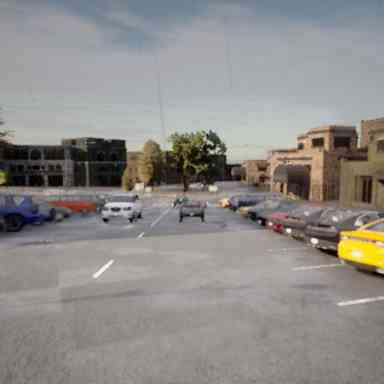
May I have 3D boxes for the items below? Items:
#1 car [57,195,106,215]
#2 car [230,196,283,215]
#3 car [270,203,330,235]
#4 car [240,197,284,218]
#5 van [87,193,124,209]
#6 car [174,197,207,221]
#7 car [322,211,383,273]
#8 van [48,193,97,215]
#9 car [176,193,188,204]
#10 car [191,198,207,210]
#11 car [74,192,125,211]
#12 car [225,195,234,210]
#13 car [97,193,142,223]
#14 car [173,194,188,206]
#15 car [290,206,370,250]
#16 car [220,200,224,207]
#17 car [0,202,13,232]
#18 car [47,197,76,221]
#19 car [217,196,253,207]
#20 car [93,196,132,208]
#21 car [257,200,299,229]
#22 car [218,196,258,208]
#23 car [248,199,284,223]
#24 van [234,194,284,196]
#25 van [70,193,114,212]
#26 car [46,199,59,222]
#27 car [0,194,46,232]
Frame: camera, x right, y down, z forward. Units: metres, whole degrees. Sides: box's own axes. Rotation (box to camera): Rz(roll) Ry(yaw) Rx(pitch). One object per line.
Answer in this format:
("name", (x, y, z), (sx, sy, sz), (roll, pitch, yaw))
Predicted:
("car", (-11.125, 1.245, 33.545), (4.553, 1.767, 2.185), (-1, 0, -19))
("car", (6.120, 1.348, 26.610), (5.366, 1.575, 1.946), (1, 0, -20))
("car", (6.368, 1.396, 14.932), (4.892, 1.521, 2.231), (1, 0, -20))
("car", (6.326, 1.364, 23.740), (5.008, 1.535, 2.097), (1, 0, -20))
("van", (-11.065, 1.118, 42.494), (4.442, 1.987, 1.878), (-1, 0, -19))
("car", (0.010, 1.381, 26.183), (2.128, 1.511, 4.902), (0, 0, 0))
("car", (6.391, 1.416, 9.062), (5.008, 1.535, 2.097), (1, 0, -20))
("van", (-11.329, 1.157, 30.492), (4.442, 1.987, 1.878), (-1, 0, -19))
("car", (-1.780, 1.082, 58.831), (2.097, 1.767, 4.553), (0, 1, -1))
("car", (0.892, 1.433, 42.096), (1.895, 1.301, 4.718), (0, 0, 1))
("car", (-10.997, 1.100, 39.550), (5.566, 2.045, 2.435), (-1, 0, -19))
("car", (6.249, 1.332, 32.555), (5.008, 1.535, 2.097), (1, 0, -21))
("car", (-5.116, 1.116, 25.050), (2.150, 2.045, 5.566), (0, 0, 0))
("car", (-1.627, 1.162, 49.159), (2.097, 1.767, 4.553), (0, 0, -1))
("car", (6.378, 1.407, 12.000), (4.892, 1.521, 2.231), (1, 0, -20))
("car", (6.205, 1.341, 38.468), (4.792, 1.488, 2.163), (1, 0, -21))
("car", (-11.416, 1.430, 15.486), (4.892, 1.521, 2.231), (-1, 0, -20))
("car", (-11.334, 1.401, 24.525), (4.892, 1.521, 2.231), (-1, 0, -19))
("car", (6.074, 1.320, 47.305), (4.674, 1.452, 2.002), (1, 0, -21))
("car", (-10.880, 1.332, 45.532), (5.008, 1.535, 2.097), (-1, 0, -19))
("car", (6.365, 1.385, 17.867), (5.008, 1.535, 2.097), (1, 0, -20))
("car", (6.083, 1.319, 44.343), (4.792, 1.488, 2.163), (1, 0, -21))
("car", (6.310, 1.403, 20.794), (4.792, 1.488, 2.163), (1, 0, -20))
("van", (6.383, 1.118, 29.654), (4.442, 1.987, 1.878), (1, 0, -20))
("van", (-10.981, 1.134, 36.580), (4.442, 1.987, 1.878), (-1, 0, -19))
("car", (-11.392, 1.440, 21.505), (4.792, 1.488, 2.163), (-1, 0, -19))
("car", (-11.429, 1.168, 18.489), (5.566, 2.045, 2.435), (-1, 0, -19))
